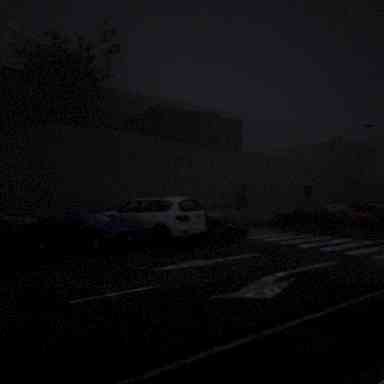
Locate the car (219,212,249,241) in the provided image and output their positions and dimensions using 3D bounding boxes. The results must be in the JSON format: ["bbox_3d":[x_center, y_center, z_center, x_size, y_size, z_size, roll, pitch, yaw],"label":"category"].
[{"bbox_3d":[0.530,1.523,17.023,4.892,1.521,2.231,-1,-1,34],"label":"car"}]

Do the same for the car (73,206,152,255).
[{"bbox_3d":[-4.328,1.502,13.559,5.008,1.535,2.097,-1,-1,35],"label":"car"}]

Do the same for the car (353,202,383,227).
[{"bbox_3d":[10.401,1.583,23.829,5.366,1.575,1.946,-1,-1,35],"label":"car"}]

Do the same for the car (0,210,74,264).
[{"bbox_3d":[-6.752,1.497,11.817,4.892,1.521,2.231,-1,-1,35],"label":"car"}]

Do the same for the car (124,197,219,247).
[{"bbox_3d":[-1.926,1.259,15.298,5.566,2.045,2.435,-1,-1,35],"label":"car"}]

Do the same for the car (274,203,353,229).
[{"bbox_3d":[7.820,1.608,22.198,4.674,1.452,2.002,-1,-1,35],"label":"car"}]
